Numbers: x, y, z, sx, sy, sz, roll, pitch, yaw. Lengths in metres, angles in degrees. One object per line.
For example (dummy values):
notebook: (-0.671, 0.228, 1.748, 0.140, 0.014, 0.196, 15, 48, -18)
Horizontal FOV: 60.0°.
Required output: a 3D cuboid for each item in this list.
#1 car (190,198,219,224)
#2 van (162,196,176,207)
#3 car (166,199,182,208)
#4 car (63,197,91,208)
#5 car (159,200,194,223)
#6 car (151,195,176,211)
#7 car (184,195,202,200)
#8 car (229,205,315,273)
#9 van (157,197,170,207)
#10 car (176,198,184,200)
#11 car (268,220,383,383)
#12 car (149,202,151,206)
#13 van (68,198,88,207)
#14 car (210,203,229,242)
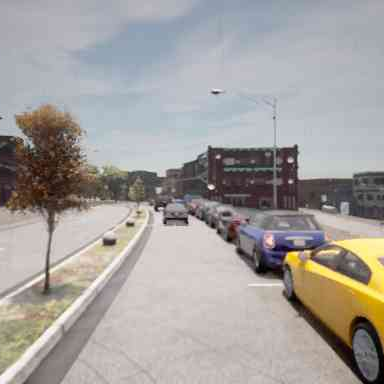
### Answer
car: (1.438, 1.501, 27.474, 2.231, 1.521, 4.892, 0, 0, -6)
van: (-4.303, 1.764, 60.466, 1.878, 1.987, 4.442, 0, -1, -13)
car: (-3.074, 1.889, 54.924, 2.002, 1.452, 4.674, 0, -1, -12)
car: (-20.369, 1.754, 56.717, 5.566, 2.045, 2.435, 0, -1, -13)
car: (-1.316, 1.567, 25.375, 2.033, 1.411, 5.357, 0, 0, -6)
car: (-3.733, 1.375, 42.832, 2.150, 2.045, 5.566, 0, -1, -10)
car: (0.752, 1.400, 33.069, 2.185, 1.767, 4.553, 0, 0, -7)
car: (2.745, 1.359, 10.859, 2.185, 1.767, 4.553, 0, 0, -2)
van: (-5.639, 1.923, 65.839, 1.878, 1.987, 4.442, 0, -2, -14)
car: (-1.954, 1.775, 49.497, 2.002, 1.452, 4.674, 0, -1, -11)
car: (2.941, 1.481, 5.338, 2.097, 1.535, 5.008, 0, 0, -1)
car: (-8.588, 2.491, 76.375, 2.097, 1.535, 5.008, 0, -2, -16)
van: (-27.467, 2.557, 80.357, 4.442, 1.987, 1.878, 0, -2, -19)
car: (2.408, 1.519, 16.577, 2.163, 1.488, 4.792, 0, 0, -3)
